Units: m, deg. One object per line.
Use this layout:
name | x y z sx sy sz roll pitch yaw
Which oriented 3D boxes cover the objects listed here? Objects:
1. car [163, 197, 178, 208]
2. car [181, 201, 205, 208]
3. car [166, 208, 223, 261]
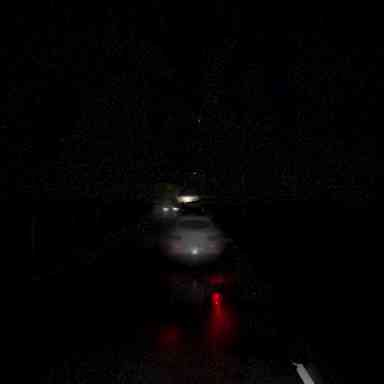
car | -2.816 1.398 45.382 2.033 1.411 5.357 0 0 0
car | 0.089 1.475 27.297 1.812 1.442 4.674 0 0 0
car | 0.086 1.508 12.048 1.812 1.442 4.674 0 0 0
